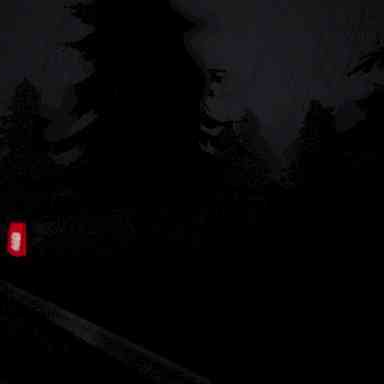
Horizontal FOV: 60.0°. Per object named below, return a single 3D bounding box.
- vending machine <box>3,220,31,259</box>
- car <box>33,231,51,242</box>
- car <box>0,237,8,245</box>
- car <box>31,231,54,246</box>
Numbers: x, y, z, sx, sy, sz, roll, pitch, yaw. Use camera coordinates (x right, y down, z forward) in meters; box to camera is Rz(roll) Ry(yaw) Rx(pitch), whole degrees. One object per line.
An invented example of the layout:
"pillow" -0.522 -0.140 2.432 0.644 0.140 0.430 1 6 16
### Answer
"vending machine" -9.690 2.627 18.509 1.100 2.100 0.880 4 -4 -18
"car" -17.185 5.740 39.402 1.837 1.490 4.892 -1 -6 -11
"car" -13.857 3.638 22.458 1.837 1.490 4.892 -1 -7 -13
"car" -23.131 7.148 51.637 2.150 2.045 5.566 -2 -7 -12
